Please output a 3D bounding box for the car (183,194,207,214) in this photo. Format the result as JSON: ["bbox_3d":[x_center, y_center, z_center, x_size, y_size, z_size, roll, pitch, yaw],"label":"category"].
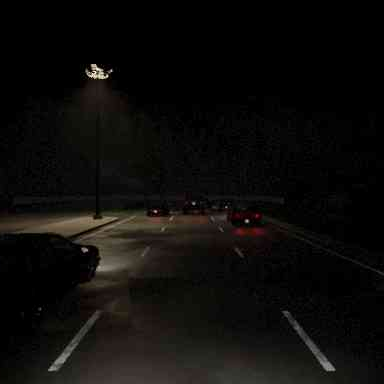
[{"bbox_3d":[0.275,1.221,34.772,2.150,2.045,5.566,0,0,2],"label":"car"}]

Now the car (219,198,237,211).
[{"bbox_3d":[4.374,1.504,40.948,1.837,1.490,4.892,0,0,9],"label":"car"}]

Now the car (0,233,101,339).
[{"bbox_3d":[-3.401,1.547,6.613,2.033,1.411,5.357,0,0,0],"label":"car"}]

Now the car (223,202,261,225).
[{"bbox_3d":[3.599,1.601,23.939,1.895,1.301,4.718,0,0,0],"label":"car"}]

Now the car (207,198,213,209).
[{"bbox_3d":[1.615,1.492,44.550,2.128,1.511,4.902,0,0,12],"label":"car"}]

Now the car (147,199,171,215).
[{"bbox_3d":[-3.283,1.506,33.169,1.837,1.490,4.892,0,0,2],"label":"car"}]
